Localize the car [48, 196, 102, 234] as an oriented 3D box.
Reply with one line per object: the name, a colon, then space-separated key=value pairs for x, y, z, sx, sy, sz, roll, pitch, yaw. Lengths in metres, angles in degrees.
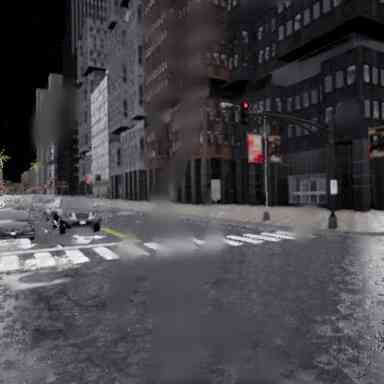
car: x=-7.067 y=1.271 z=20.029 sx=2.150 sy=2.045 sz=5.566 roll=-1 pitch=0 yaw=-28

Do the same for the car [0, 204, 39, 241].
car: x=-9.012 y=1.591 z=16.779 sx=1.837 sy=1.490 sz=4.892 roll=-1 pitch=0 yaw=-28

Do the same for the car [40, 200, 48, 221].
car: x=-11.681 y=1.611 z=28.625 sx=1.812 sy=1.442 sz=4.674 roll=-1 pitch=0 yaw=-28

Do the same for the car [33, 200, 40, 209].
car: x=-20.030 y=1.739 z=44.265 sx=1.895 sy=1.301 sz=4.718 roll=-1 pitch=0 yaw=-28

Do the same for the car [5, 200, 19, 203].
car: x=-23.183 y=1.750 z=43.276 sx=1.994 sy=1.385 sz=4.181 roll=-1 pitch=0 yaw=-28

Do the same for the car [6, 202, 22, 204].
car: x=-13.541 y=1.723 z=25.218 sx=1.895 sy=1.301 sz=4.718 roll=-1 pitch=0 yaw=-28
